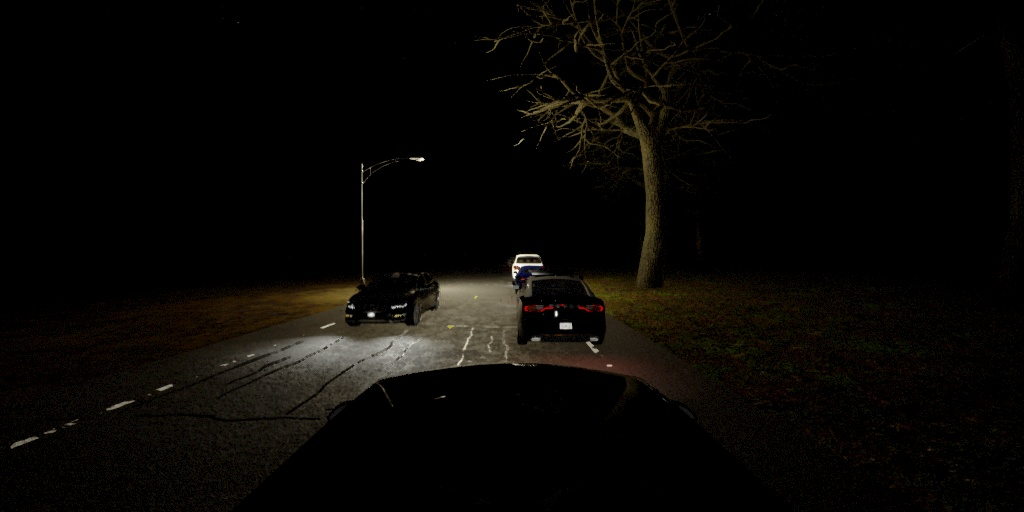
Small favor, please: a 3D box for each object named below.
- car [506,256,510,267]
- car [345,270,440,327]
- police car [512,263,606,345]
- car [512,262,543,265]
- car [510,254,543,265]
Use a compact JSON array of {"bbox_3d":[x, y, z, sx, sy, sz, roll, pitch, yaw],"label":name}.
[{"bbox_3d":[0.148,0.911,54.525,1.812,1.442,4.674,0,1,0],"label":"car"},{"bbox_3d":[-3.585,1.238,11.565,1.837,1.490,4.892,0,0,0],"label":"car"},{"bbox_3d":[1.063,1.164,9.628,1.930,1.638,5.238,0,0,0],"label":"police car"},{"bbox_3d":[1.079,1.236,19.519,1.812,1.442,4.674,0,0,0],"label":"car"},{"bbox_3d":[1.089,0.909,25.549,2.150,2.045,5.566,0,0,0],"label":"car"}]
